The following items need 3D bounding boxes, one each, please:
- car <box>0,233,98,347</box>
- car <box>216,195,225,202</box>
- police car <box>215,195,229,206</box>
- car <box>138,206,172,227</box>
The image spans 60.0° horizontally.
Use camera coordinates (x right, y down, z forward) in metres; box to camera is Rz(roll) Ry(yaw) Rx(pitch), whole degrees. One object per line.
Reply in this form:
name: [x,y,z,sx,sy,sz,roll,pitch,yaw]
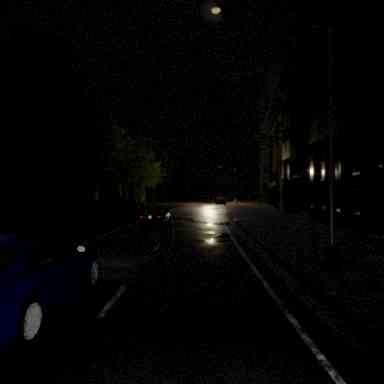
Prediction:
car: [-3.308,1.533,6.443,1.882,1.535,5.008,0,0,1]
car: [7.004,1.637,81.527,1.882,1.535,5.008,0,0,10]
police car: [5.396,1.660,62.360,1.930,1.638,5.238,0,0,7]
car: [-2.679,1.758,24.811,2.033,1.411,5.357,0,0,3]
